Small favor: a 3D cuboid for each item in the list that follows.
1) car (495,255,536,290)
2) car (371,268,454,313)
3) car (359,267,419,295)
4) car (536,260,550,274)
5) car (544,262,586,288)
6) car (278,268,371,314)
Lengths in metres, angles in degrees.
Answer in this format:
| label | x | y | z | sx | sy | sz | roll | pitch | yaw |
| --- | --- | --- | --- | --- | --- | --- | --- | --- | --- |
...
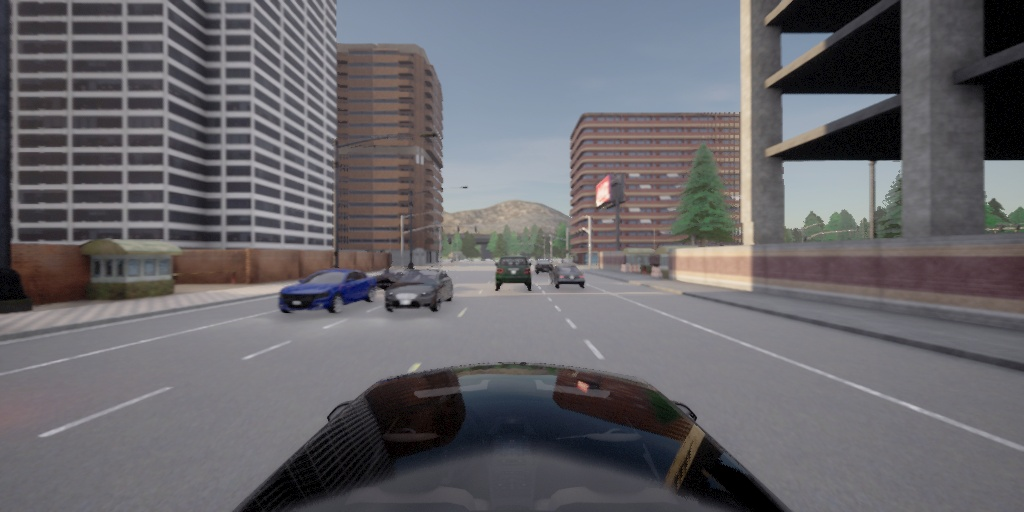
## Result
| label | x | y | z | sx | sy | sz | roll | pitch | yaw |
| --- | --- | --- | --- | --- | --- | --- | --- | --- | --- |
| car | 0.085 | 0.985 | 22.580 | 2.150 | 2.045 | 5.566 | 0 | 0 | 0 |
| car | -3.512 | 1.265 | 14.305 | 2.128 | 1.511 | 4.902 | 0 | 0 | 0 |
| car | -7.063 | 1.387 | 21.208 | 1.895 | 1.301 | 4.718 | 0 | 0 | 0 |
| car | 3.547 | 1.241 | 40.446 | 1.882 | 1.535 | 5.008 | 0 | -1 | 0 |
| car | 3.549 | 1.300 | 23.731 | 2.033 | 1.411 | 5.357 | 0 | 0 | 0 |
| car | -7.013 | 1.262 | 14.195 | 1.882 | 1.535 | 5.008 | 0 | 0 | 0 |
